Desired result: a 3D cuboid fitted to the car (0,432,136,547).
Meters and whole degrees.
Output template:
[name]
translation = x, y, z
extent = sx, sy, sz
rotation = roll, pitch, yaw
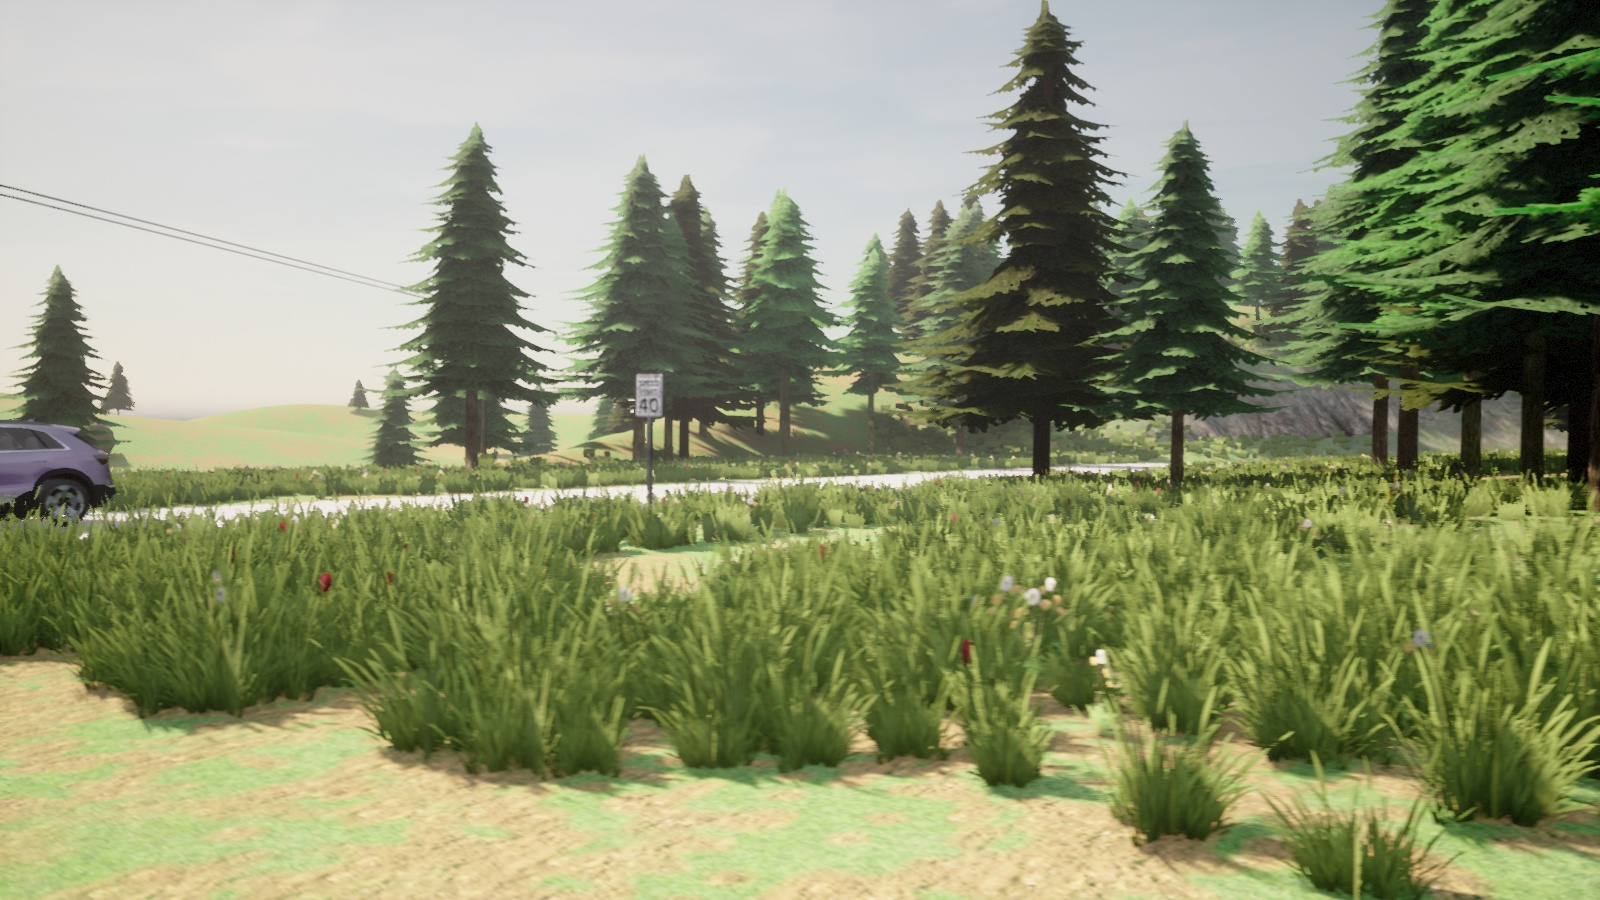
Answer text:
[car]
translation = -12.660, 0.575, 18.318
extent = 2.033, 1.649, 4.856
rotation = 0, 1, 33
